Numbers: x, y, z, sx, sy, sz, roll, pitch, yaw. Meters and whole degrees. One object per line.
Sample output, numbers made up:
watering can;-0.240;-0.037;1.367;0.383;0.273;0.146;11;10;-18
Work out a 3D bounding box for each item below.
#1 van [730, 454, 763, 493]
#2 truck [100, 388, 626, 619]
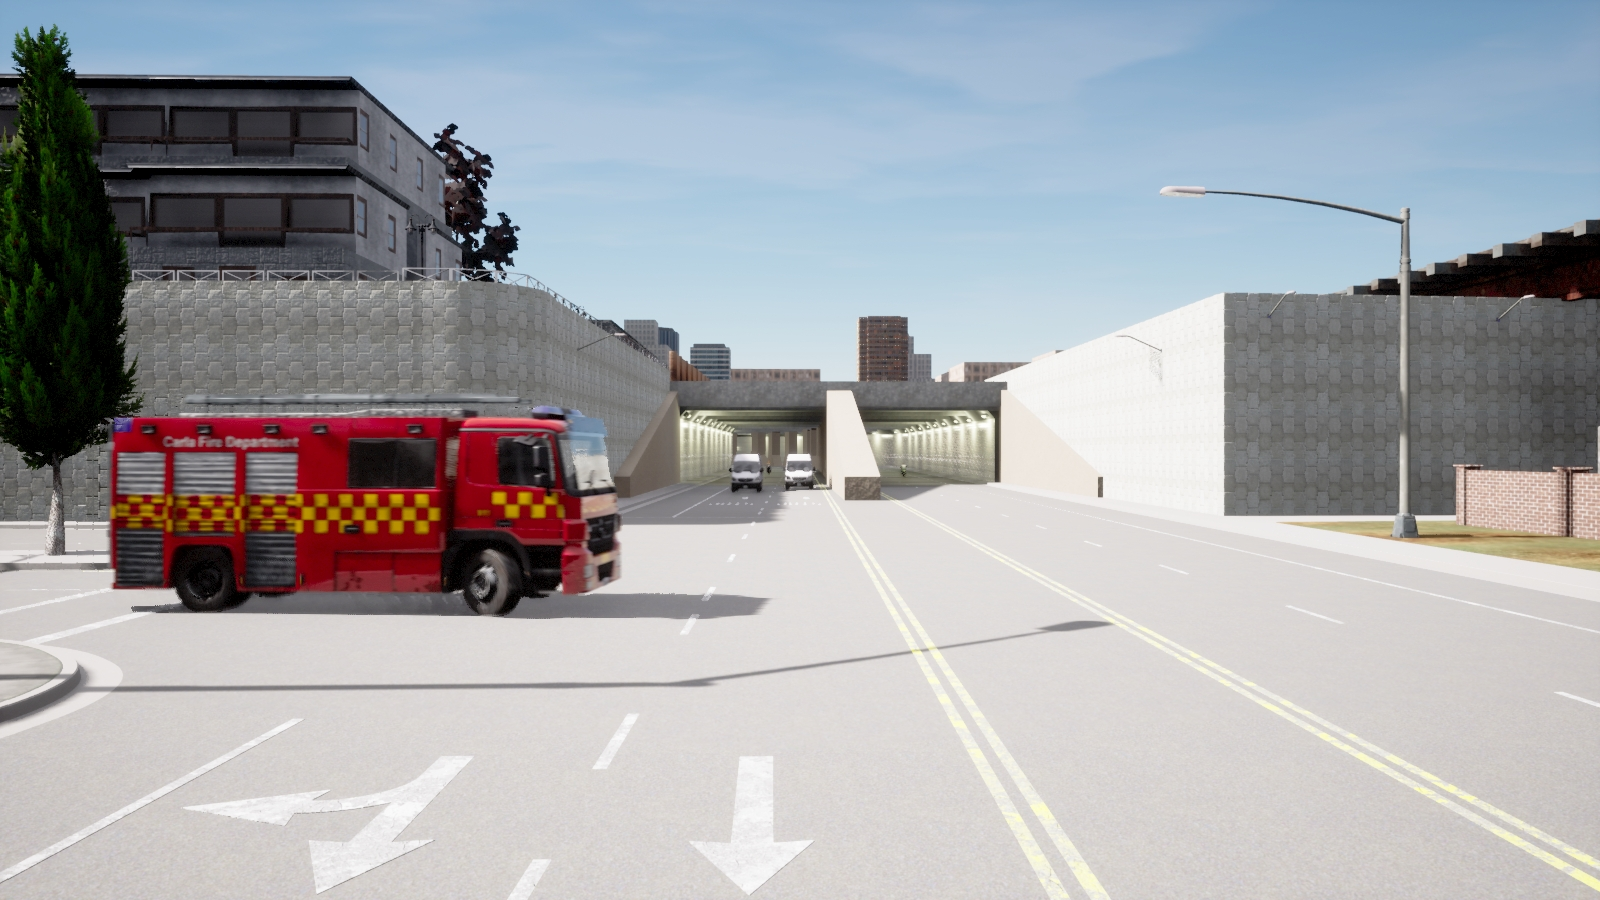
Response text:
van;-3.559;1.534;77.074;1.988;2.561;5.915;0;0;0
truck;-7.670;0.890;20.684;8.468;3.827;2.891;0;0;5
